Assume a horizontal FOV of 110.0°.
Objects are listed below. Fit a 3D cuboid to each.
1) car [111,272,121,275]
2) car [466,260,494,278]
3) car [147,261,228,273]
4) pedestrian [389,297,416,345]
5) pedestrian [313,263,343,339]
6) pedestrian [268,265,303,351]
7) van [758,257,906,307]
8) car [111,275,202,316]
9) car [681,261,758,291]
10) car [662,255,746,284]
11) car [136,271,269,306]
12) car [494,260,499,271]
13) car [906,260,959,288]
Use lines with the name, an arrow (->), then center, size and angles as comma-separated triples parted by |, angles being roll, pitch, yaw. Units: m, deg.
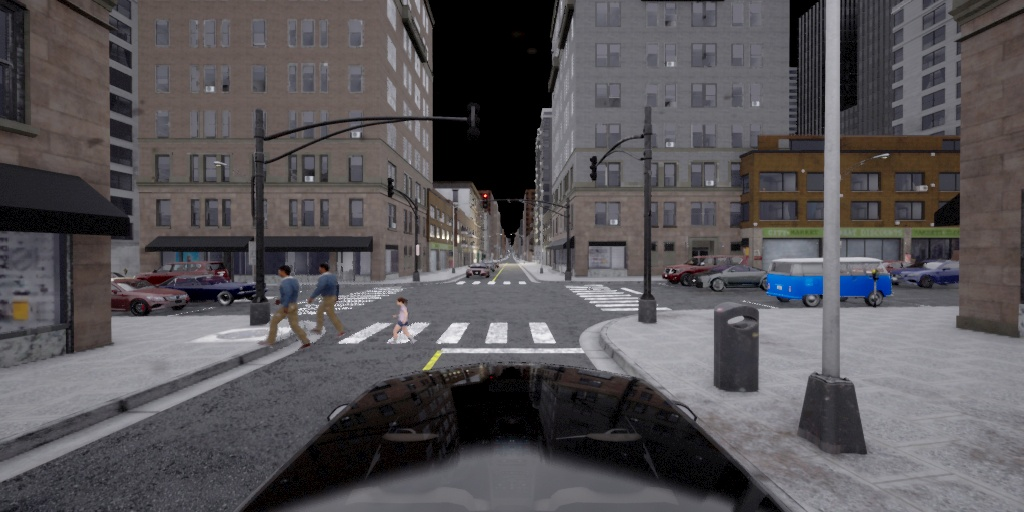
car -> -26.026, 1.550, 22.191 | 4.829, 1.417, 1.751 | 0, 0, 0
car -> -3.097, 1.317, 33.643 | 1.994, 1.385, 4.181 | 0, 0, 1
car -> -20.351, 1.269, 22.207 | 5.009, 1.841, 2.192 | 0, 0, 0
pedestrian -> -2.423, 1.423, 8.043 | 0.500, 1.100, 0.500 | 0, 0, 0
pedestrian -> -4.426, 1.043, 8.640 | 0.375, 1.860, 0.375 | 0, 0, 0
pedestrian -> -4.705, 1.042, 7.443 | 0.375, 1.860, 0.375 | 0, 0, 0
van -> 12.114, 0.957, 13.772 | 3.998, 1.789, 1.690 | 0, 0, 0
car -> -14.822, 1.527, 13.697 | 4.207, 1.307, 1.802 | 0, 0, 0
car -> 11.956, 1.140, 19.632 | 4.181, 1.385, 1.994 | -1, 0, 0
car -> 12.090, 0.871, 22.298 | 5.009, 1.841, 2.192 | 0, 0, 0
car -> -13.959, 1.516, 16.362 | 4.718, 1.301, 1.895 | -1, 0, 0
car -> -3.104, 1.256, 45.284 | 2.128, 1.511, 4.902 | 0, 0, 0
car -> 23.285, 0.963, 19.672 | 4.674, 1.442, 1.812 | -1, 0, 0
